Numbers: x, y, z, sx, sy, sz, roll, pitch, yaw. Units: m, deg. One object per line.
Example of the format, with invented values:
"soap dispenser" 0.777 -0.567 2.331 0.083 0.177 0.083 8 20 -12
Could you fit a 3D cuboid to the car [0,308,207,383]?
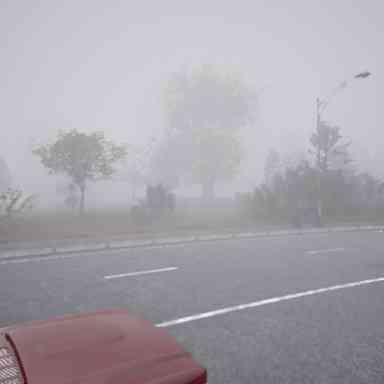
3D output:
"car" -2.134 1.596 2.124 4.718 1.301 1.895 0 0 -35
